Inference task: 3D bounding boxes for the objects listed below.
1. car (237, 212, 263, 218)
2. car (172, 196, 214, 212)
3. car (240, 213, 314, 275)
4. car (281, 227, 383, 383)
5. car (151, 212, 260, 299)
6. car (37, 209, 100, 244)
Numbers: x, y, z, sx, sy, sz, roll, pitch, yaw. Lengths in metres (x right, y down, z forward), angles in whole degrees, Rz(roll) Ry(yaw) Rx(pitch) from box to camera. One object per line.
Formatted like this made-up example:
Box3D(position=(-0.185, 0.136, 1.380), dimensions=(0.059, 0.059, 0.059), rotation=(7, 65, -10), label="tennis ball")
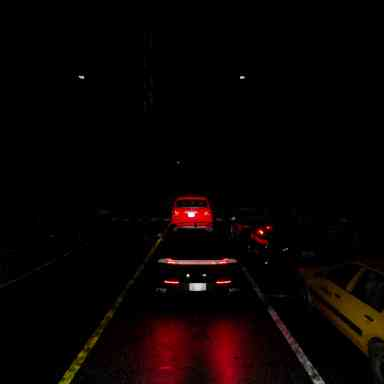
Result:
Box3D(position=(2.861, 1.576, 15.814), dimensions=(1.802, 1.307, 4.206), rotation=(-1, 0, 0), label="car")
Box3D(position=(0.061, 1.214, 18.749), dimensions=(2.150, 2.045, 5.566), rotation=(0, 0, 2), label="car")
Box3D(position=(2.863, 1.562, 10.228), dimensions=(1.947, 1.339, 4.313), rotation=(-1, 0, 0), label="car")
Box3D(position=(2.864, 1.524, 4.812), dimensions=(1.752, 1.417, 4.829), rotation=(-1, 0, 0), label="car")
Box3D(position=(0.096, 1.489, 8.400), dimensions=(2.128, 1.511, 4.902), rotation=(0, 0, 0), label="car")
Box3D(position=(-5.685, 1.539, 15.808), dimensions=(1.887, 1.381, 4.507), rotation=(-1, 0, 0), label="car")
